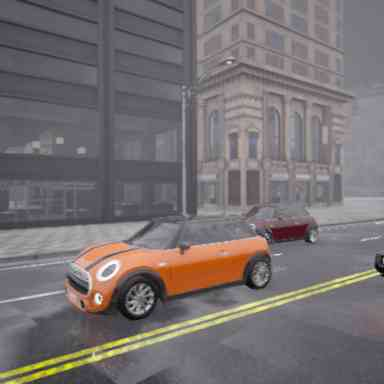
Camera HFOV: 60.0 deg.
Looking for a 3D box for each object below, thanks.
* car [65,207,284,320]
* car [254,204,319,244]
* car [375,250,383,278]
[{"bbox_3d":[-0.353,1.338,7.413,4.553,1.767,2.097,0,0,-35],"label":"car"},{"bbox_3d":[3.216,1.308,13.918,4.553,1.767,2.097,0,0,-35],"label":"car"},{"bbox_3d":[6.533,1.558,8.129,4.718,1.301,1.895,0,0,-35],"label":"car"}]
